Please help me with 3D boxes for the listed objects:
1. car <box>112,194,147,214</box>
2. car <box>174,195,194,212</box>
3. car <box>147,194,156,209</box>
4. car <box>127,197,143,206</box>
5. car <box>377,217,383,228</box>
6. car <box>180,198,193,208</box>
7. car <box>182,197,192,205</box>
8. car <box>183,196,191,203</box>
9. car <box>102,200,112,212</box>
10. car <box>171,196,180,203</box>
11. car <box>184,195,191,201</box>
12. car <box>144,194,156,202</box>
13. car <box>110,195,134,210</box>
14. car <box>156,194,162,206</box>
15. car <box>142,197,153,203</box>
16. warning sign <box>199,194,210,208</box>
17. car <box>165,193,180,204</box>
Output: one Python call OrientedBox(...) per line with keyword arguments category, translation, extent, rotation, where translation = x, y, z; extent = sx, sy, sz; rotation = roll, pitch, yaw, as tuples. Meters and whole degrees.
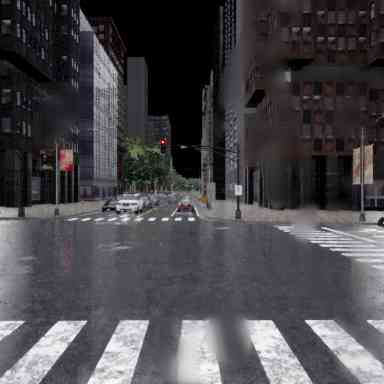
OrientedBox(category="car", translation=(-6.540, 1.223, 35.522), extent=(2.150, 2.045, 5.566), rotation=(0, 0, -1))
OrientedBox(category="car", translation=(-0.711, 1.448, 38.959), extent=(1.967, 1.590, 4.097), rotation=(0, 0, -1))
OrientedBox(category="car", translation=(-6.627, 1.375, 45.547), extent=(2.097, 1.767, 4.553), rotation=(0, 0, 0))
OrientedBox(category="car", translation=(-9.382, 1.570, 54.991), extent=(1.752, 1.417, 4.829), rotation=(0, 0, -1))
OrientedBox(category="car", translation=(14.096, 1.787, 20.943), extent=(4.181, 1.385, 1.994), rotation=(1, 0, 0))
OrientedBox(category="car", translation=(-0.809, 1.614, 49.808), extent=(1.802, 1.307, 4.206), rotation=(0, 0, -1))
OrientedBox(category="car", translation=(-0.909, 1.603, 60.658), extent=(1.887, 1.381, 4.507), rotation=(0, 0, -1))
OrientedBox(category="car", translation=(-1.009, 1.612, 71.677), extent=(1.752, 1.417, 4.829), rotation=(0, 0, -1))
OrientedBox(category="car", translation=(-9.235, 1.574, 38.884), extent=(1.947, 1.339, 4.313), rotation=(0, 0, -1))
OrientedBox(category="car", translation=(-3.803, 1.694, 75.790), extent=(1.895, 1.301, 4.718), rotation=(0, 0, -1))
OrientedBox(category="car", translation=(-1.157, 1.574, 87.782), extent=(1.967, 1.590, 4.097), rotation=(0, 0, -1))
OrientedBox(category="car", translation=(-9.583, 1.417, 76.865), extent=(2.192, 1.841, 5.009), rotation=(0, 0, -1))
OrientedBox(category="car", translation=(-9.285, 1.335, 44.310), extent=(2.192, 1.841, 5.009), rotation=(0, 0, -1))
OrientedBox(category="car", translation=(-6.709, 1.398, 55.748), extent=(2.097, 1.767, 4.553), rotation=(0, 0, 0))
OrientedBox(category="car", translation=(-9.533, 1.669, 71.439), extent=(1.802, 1.307, 4.206), rotation=(0, 0, -1))
OrientedBox(category="warning sign", translation=(1.567, 1.132, 42.650), extent=(1.300, 1.860, 1.060), rotation=(0, 0, -1))
OrientedBox(category="car", translation=(-3.614, 1.562, 65.602), extent=(2.128, 1.511, 4.902), rotation=(0, 0, 0))
